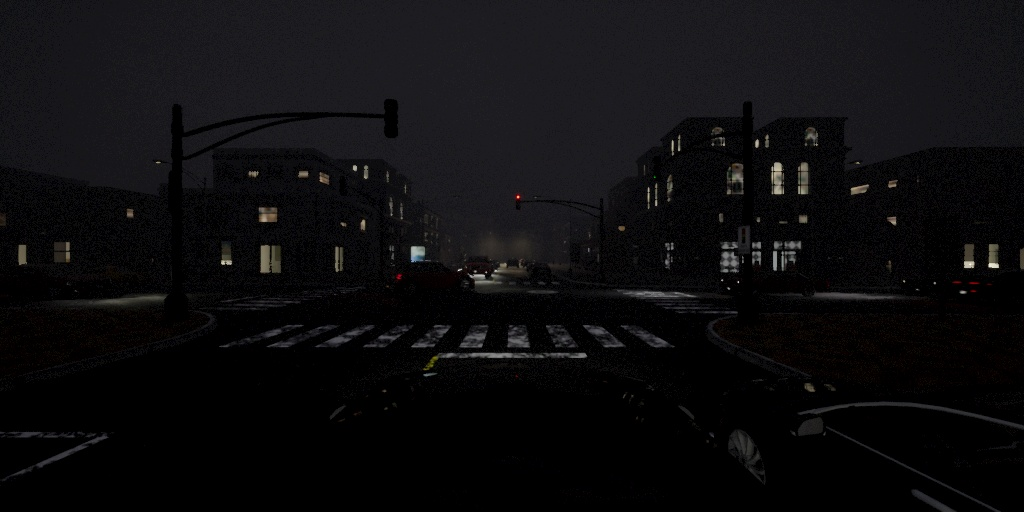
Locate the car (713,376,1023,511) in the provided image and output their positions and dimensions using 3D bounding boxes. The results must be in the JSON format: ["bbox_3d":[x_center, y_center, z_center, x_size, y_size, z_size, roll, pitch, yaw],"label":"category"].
[{"bbox_3d":[2.691,1.300,1.571,2.007,1.370,4.403,0,0,0],"label":"car"}]

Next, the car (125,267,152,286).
[{"bbox_3d":[-25.454,1.195,22.356,4.829,1.417,1.751,0,0,1],"label":"car"}]

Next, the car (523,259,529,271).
[{"bbox_3d":[2.691,1.338,45.003,1.802,1.307,4.207,0,0,0],"label":"car"}]

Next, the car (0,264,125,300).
[{"bbox_3d":[-21.429,1.133,16.507,5.008,1.535,1.882,0,0,1],"label":"car"}]

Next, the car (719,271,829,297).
[{"bbox_3d":[13.801,1.433,19.158,4.718,1.301,1.895,0,0,1],"label":"car"}]

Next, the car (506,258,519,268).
[{"bbox_3d":[0.101,1.113,62.042,2.097,1.767,4.553,0,0,0],"label":"car"}]

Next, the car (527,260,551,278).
[{"bbox_3d":[2.691,1.320,33.961,1.948,1.339,4.313,0,0,0],"label":"car"}]

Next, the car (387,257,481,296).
[{"bbox_3d":[-4.312,1.105,19.496,4.553,1.767,2.097,0,0,-34],"label":"car"}]

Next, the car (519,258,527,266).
[{"bbox_3d":[2.690,1.311,61.570,2.007,1.370,4.403,0,0,0],"label":"car"}]

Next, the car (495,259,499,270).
[{"bbox_3d":[-3.095,1.247,43.438,2.128,1.511,4.902,0,0,1],"label":"car"}]

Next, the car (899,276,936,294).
[{"bbox_3d":[23.750,1.482,19.011,4.718,1.301,1.895,0,0,1],"label":"car"}]

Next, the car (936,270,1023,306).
[{"bbox_3d":[22.396,1.362,15.831,4.892,1.490,1.837,0,0,1],"label":"car"}]

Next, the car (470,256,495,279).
[{"bbox_3d":[-3.112,0.976,33.511,2.150,2.045,5.566,0,0,1],"label":"car"}]
